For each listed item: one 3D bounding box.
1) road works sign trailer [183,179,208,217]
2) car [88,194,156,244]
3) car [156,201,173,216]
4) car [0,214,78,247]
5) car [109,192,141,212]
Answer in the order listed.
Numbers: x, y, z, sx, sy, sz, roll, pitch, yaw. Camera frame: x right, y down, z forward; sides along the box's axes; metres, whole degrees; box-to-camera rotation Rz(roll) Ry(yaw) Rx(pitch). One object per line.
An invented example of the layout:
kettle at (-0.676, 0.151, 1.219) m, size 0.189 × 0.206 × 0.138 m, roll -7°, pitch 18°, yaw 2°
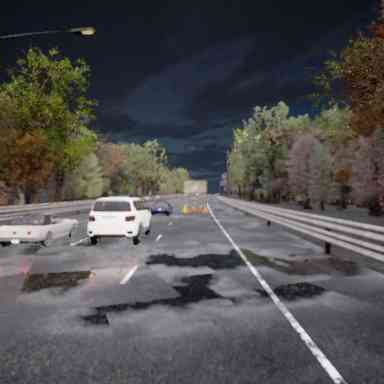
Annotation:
road works sign trailer at (0.334, 0.524, 32.640) m, size 2.380 × 3.560 × 2.880 m, roll 0°, pitch 0°, yaw 2°
car at (-3.307, 1.255, 16.162) m, size 2.150 × 2.045 × 5.566 m, roll 0°, pitch 0°, yaw 1°
car at (-3.032, 1.626, 33.909) m, size 1.994 × 1.385 × 4.181 m, roll 0°, pitch 0°, yaw 1°
car at (-6.820, 1.632, 15.101) m, size 1.895 × 1.301 × 4.718 m, roll 0°, pitch 0°, yaw 0°
car at (-6.537, 1.069, 33.097) m, size 2.097 × 1.767 × 4.553 m, roll 3°, pitch -3°, yaw 1°
